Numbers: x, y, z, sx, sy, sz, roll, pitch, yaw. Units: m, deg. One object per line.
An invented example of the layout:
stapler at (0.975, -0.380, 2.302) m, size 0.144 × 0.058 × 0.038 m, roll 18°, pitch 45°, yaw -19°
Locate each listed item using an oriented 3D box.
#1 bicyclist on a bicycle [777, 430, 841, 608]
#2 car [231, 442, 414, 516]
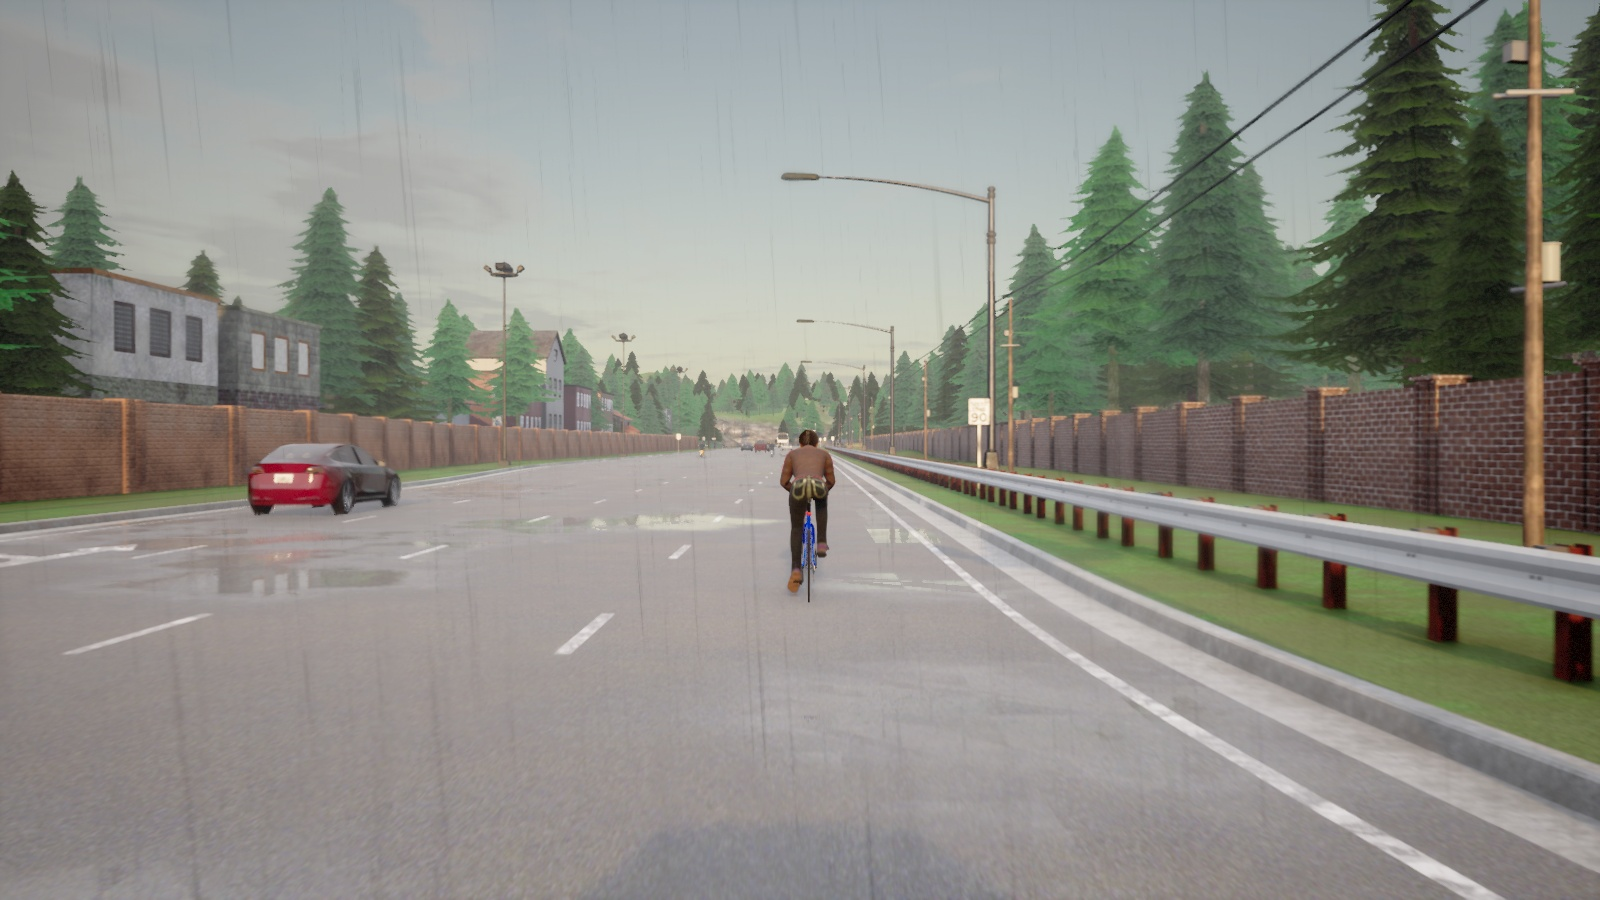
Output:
bicyclist on a bicycle at (0.085, 0.627, 12.282) m, size 0.582 × 1.620 × 1.656 m, roll 0°, pitch 0°, yaw 0°
car at (-10.329, 0.574, 27.616) m, size 2.163 × 1.488 × 4.792 m, roll 0°, pitch 0°, yaw 0°
